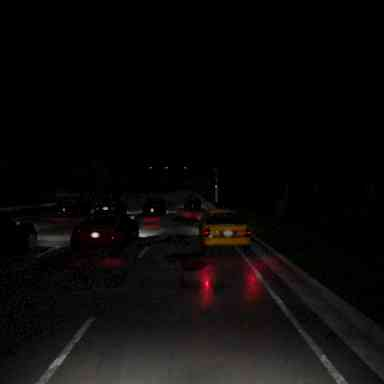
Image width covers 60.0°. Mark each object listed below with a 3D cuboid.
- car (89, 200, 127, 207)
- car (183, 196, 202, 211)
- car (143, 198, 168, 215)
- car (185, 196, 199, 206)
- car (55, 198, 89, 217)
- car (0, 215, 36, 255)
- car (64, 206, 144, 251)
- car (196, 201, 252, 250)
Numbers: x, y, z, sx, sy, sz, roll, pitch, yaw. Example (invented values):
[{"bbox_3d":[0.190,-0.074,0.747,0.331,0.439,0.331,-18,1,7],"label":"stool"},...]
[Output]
[{"bbox_3d":[-6.899,1.360,28.949,2.033,1.411,5.357,0,0,0],"label":"car"},{"bbox_3d":[0.056,1.254,36.850,2.128,1.511,4.902,0,0,0],"label":"car"},{"bbox_3d":[-3.398,1.306,30.815,1.837,1.490,4.892,0,0,0],"label":"car"},{"bbox_3d":[0.018,1.257,47.629,1.994,1.385,4.181,0,0,0],"label":"car"},{"bbox_3d":[-10.398,1.287,29.481,1.882,1.535,5.008,0,0,0],"label":"car"},{"bbox_3d":[-6.900,1.408,10.754,1.882,1.535,5.008,0,1,0],"label":"car"},{"bbox_3d":[-3.399,1.475,13.676,1.994,1.385,4.181,0,0,0],"label":"car"},{"bbox_3d":[1.226,1.366,13.819,1.801,1.575,5.366,0,0,0],"label":"car"}]
